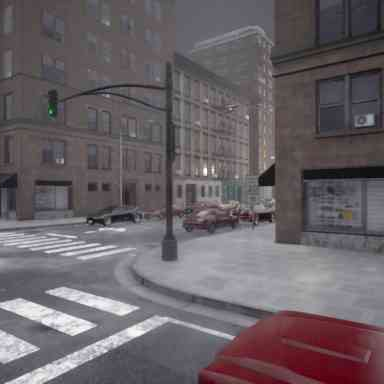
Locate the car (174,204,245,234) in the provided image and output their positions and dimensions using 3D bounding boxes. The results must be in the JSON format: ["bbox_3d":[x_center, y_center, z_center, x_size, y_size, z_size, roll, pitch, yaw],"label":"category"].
[{"bbox_3d":[1.116,1.554,18.934,1.802,1.307,4.206,0,0,36],"label":"car"}]

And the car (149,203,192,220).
[{"bbox_3d":[-2.190,1.602,28.094,1.802,1.307,4.206,0,0,36],"label":"car"}]

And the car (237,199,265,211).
[{"bbox_3d":[7.458,1.598,41.547,1.802,1.307,4.206,0,0,36],"label":"car"}]

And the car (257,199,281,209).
[{"bbox_3d":[10.673,1.599,46.031,1.802,1.307,4.206,0,0,36],"label":"car"}]

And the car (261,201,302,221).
[{"bbox_3d":[7.648,1.494,28.042,1.752,1.417,4.829,0,0,36],"label":"car"}]

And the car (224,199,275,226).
[{"bbox_3d":[4.332,1.411,23.419,1.967,1.590,4.097,0,0,36],"label":"car"}]

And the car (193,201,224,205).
[{"bbox_3d":[1.026,1.563,32.579,1.887,1.381,4.507,0,0,36],"label":"car"}]

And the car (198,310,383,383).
[{"bbox_3d":[2.294,1.601,2.052,4.718,1.301,1.895,0,0,36],"label":"car"}]

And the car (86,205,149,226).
[{"bbox_3d":[-5.406,1.588,23.610,1.947,1.339,4.313,0,0,36],"label":"car"}]

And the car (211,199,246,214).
[{"bbox_3d":[4.142,1.542,36.925,1.752,1.417,4.829,0,0,36],"label":"car"}]
